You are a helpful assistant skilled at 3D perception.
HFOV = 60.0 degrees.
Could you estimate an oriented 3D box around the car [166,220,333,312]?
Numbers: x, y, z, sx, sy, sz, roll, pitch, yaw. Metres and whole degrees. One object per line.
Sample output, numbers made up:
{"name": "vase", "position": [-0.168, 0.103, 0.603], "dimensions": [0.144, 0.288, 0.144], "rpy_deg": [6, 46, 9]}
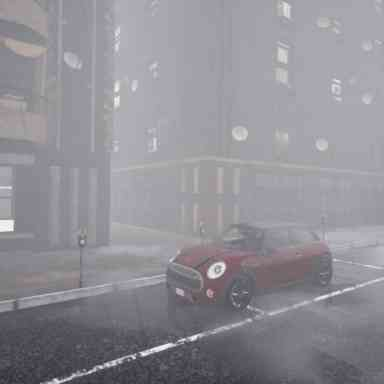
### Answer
{"name": "car", "position": [1.390, 1.442, 7.697], "dimensions": [4.097, 1.590, 1.967], "rpy_deg": [0, 1, -36]}
